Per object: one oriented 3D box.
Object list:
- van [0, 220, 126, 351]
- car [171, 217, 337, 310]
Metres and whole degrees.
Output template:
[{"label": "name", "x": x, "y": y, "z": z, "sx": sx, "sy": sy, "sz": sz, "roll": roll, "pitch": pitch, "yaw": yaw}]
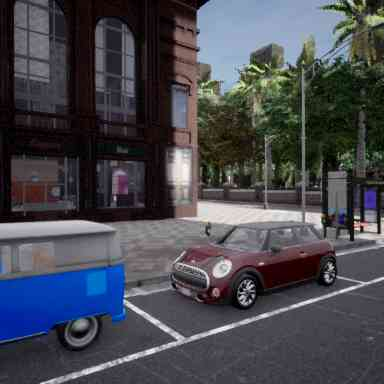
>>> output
[{"label": "van", "x": -2.918, "y": 1.341, "z": 4.573, "sx": 3.998, "sy": 1.788, "sz": 1.690, "roll": 0, "pitch": 0, "yaw": -35}, {"label": "car", "x": 1.500, "y": 1.439, "z": 7.723, "sx": 4.097, "sy": 1.590, "sz": 1.967, "roll": 0, "pitch": 0, "yaw": -35}]
